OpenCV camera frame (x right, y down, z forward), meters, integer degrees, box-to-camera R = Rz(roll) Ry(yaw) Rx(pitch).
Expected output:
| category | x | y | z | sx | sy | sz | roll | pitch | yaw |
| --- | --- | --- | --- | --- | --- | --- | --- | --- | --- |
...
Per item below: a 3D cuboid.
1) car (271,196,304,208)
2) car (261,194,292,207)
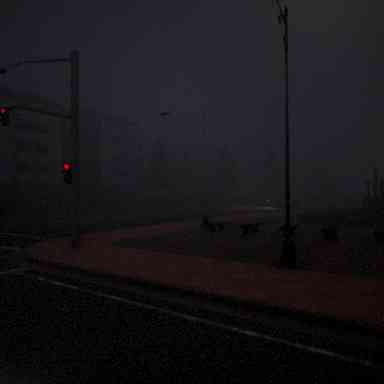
| category | x | y | z | sx | sy | sz | roll | pitch | yaw |
| --- | --- | --- | --- | --- | --- | --- | --- | --- | --- |
| car | 14.997 | 1.688 | 51.124 | 4.674 | 1.442 | 1.812 | 0 | 0 | -21 |
| car | 14.029 | 1.393 | 54.513 | 5.566 | 2.045 | 2.150 | 0 | 0 | -21 |
